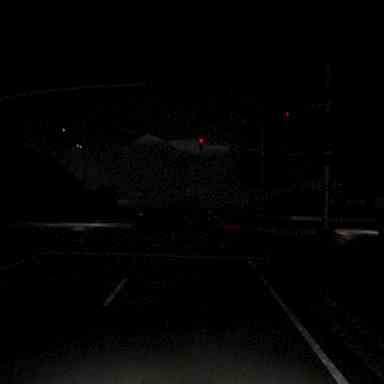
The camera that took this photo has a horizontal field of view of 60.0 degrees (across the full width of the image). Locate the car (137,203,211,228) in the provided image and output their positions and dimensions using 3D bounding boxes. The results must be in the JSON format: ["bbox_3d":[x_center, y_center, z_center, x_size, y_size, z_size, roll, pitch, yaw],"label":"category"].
[{"bbox_3d":[-1.180,1.493,22.023,4.902,1.511,2.128,1,0,1],"label":"car"}]
